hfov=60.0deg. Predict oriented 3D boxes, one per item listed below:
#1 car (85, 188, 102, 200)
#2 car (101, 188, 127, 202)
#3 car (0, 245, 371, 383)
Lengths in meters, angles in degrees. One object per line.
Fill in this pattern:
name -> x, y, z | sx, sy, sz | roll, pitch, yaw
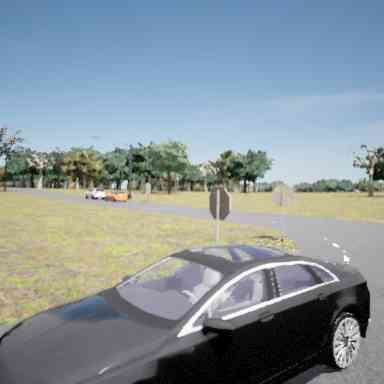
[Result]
car -> -17.348, 0.307, 59.741 | 2.150, 2.045, 5.566 | 1, 0, -36
car -> -11.990, 0.618, 52.233 | 2.097, 1.767, 4.553 | 1, 0, -36
car -> 0.280, 1.487, 4.074 | 4.902, 1.511, 2.128 | 0, 0, -36
